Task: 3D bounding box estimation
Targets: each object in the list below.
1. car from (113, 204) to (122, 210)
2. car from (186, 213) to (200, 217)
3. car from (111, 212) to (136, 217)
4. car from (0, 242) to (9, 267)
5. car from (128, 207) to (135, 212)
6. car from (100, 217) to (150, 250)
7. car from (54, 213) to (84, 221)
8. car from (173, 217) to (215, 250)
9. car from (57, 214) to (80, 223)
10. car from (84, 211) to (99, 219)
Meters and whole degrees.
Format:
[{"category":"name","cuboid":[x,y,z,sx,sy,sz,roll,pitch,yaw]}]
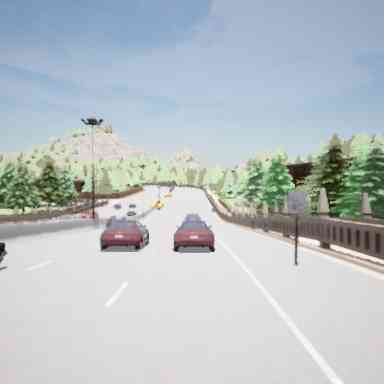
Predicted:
[{"category":"car","cuboid":[-21.003,4.140,92.911,1.837,1.490,4.892,0,3,0]},{"category":"car","cuboid":[0.093,3.129,36.751,2.097,1.767,4.553,0,-3,0]},{"category":"car","cuboid":[-6.907,2.981,32.022,2.128,1.511,4.902,0,-4,0]},{"category":"car","cuboid":[-6.901,1.763,8.694,1.895,1.301,4.718,0,-2,0]},{"category":"car","cuboid":[-14.016,4.941,76.285,1.994,1.385,4.181,0,1,0]},{"category":"car","cuboid":[-3.404,2.164,17.475,1.994,1.385,4.181,0,-4,0]},{"category":"car","cuboid":[-14.082,3.325,37.128,1.812,1.442,4.674,0,-4,0]},{"category":"car","cuboid":[0.097,2.141,17.080,1.994,1.385,4.181,0,-4,0]},{"category":"car","cuboid":[-21.032,4.471,56.905,1.882,1.535,5.008,0,-3,0]},{"category":"car","cuboid":[-17.530,4.220,56.986,2.150,2.045,5.566,0,-3,0]}]
